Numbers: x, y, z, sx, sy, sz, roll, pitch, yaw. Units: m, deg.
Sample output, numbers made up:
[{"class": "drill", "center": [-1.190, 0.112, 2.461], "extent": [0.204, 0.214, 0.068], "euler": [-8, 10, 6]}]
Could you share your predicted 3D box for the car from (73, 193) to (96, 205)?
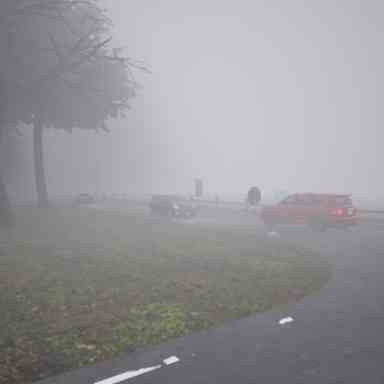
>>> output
[{"class": "car", "center": [-13.900, 0.854, 42.894], "extent": [1.837, 1.490, 4.892], "euler": [-1, 1, -35]}]

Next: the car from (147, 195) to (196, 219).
[{"class": "car", "center": [-1.621, 1.007, 25.839], "extent": [2.097, 1.767, 4.553], "euler": [-1, 2, -36]}]

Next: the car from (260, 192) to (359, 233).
[{"class": "car", "center": [6.333, 1.056, 18.584], "extent": [2.150, 2.045, 5.566], "euler": [-3, 2, -33]}]
